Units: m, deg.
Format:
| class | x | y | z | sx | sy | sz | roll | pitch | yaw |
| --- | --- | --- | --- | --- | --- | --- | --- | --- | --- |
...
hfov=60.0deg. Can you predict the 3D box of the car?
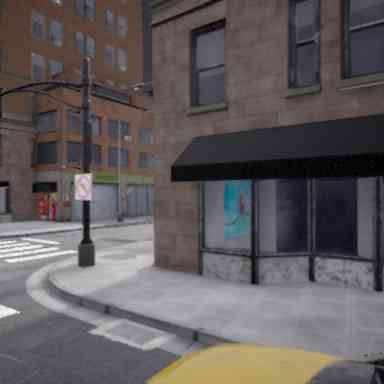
| class | x | y | z | sx | sy | sz | roll | pitch | yaw |
| --- | --- | --- | --- | --- | --- | --- | --- | --- | --- |
| car | 1.626 | 1.523 | 1.688 | 4.829 | 1.417 | 1.752 | 0 | 0 | 36 |
